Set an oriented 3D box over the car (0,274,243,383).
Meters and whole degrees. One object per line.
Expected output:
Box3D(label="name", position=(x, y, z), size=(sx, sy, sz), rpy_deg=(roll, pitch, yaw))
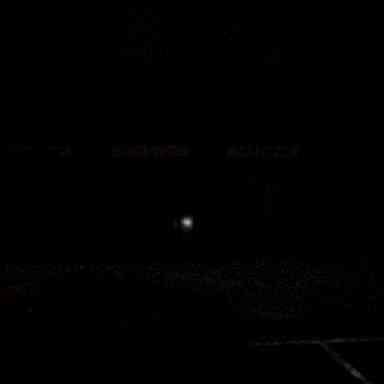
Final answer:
Box3D(label="car", position=(-1.700, 1.686, 3.838), size=(4.507, 1.381, 1.887), rpy_deg=(0, -2, -5))
